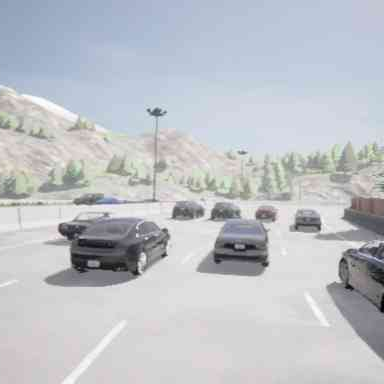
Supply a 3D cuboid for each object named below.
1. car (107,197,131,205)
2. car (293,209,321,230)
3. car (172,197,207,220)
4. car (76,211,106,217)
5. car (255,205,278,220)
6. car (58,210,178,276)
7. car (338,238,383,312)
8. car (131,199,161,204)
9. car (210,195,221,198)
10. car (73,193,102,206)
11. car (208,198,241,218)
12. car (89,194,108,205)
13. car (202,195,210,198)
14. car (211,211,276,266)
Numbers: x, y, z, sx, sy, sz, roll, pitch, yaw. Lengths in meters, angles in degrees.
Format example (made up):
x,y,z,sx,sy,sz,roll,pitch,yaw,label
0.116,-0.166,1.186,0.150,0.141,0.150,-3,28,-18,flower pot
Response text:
x,y,z,sx,sy,sz,roll,pitch,yaw,label
-9.516,1.692,47.603,1.895,1.301,4.718,1,0,22,car
8.650,2.000,25.061,2.033,1.411,5.357,2,0,17,car
-0.237,1.593,31.653,2.097,1.767,4.553,2,0,18,car
-4.401,1.599,16.330,1.895,1.301,4.718,2,0,12,car
7.043,1.980,31.432,1.812,1.442,4.674,1,0,19,car
-1.987,1.532,10.565,1.837,1.490,4.892,2,0,10,car
4.426,1.676,6.705,2.128,1.511,4.902,2,0,10,car
-6.025,1.694,46.815,1.837,1.490,4.892,1,-1,23,car
7.187,2.014,84.797,1.812,1.442,4.674,1,-1,36,car
-15.669,1.158,50.974,2.150,2.045,5.566,1,-1,23,car
3.228,1.690,30.989,2.097,1.767,4.553,2,0,18,car
-12.477,1.497,49.534,1.882,1.535,5.008,1,0,23,car
4.107,1.747,86.499,2.150,2.045,5.566,1,-1,35,car
1.908,1.701,12.359,2.033,1.411,5.357,2,0,11,car
